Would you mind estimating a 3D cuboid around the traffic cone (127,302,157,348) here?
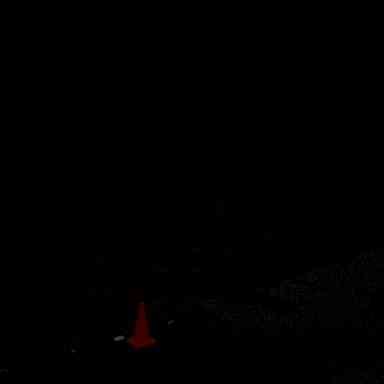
[{"bbox_3d":[-0.756,1.960,5.019,0.340,0.580,0.340,0,0,-37],"label":"traffic cone"}]
